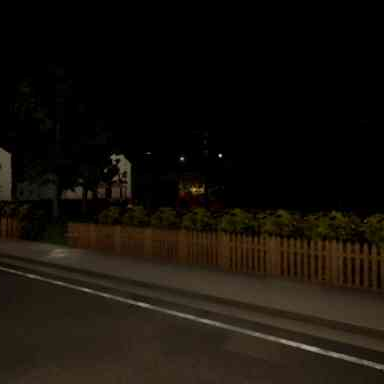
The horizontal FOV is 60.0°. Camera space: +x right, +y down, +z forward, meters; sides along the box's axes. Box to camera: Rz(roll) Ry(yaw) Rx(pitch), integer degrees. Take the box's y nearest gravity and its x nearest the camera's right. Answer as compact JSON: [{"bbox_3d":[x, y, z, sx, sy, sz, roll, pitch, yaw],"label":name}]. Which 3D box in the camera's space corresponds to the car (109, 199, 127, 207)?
[{"bbox_3d":[-13.793,2.046,59.607,2.128,1.511,4.902,-1,-1,36],"label":"car"}]
